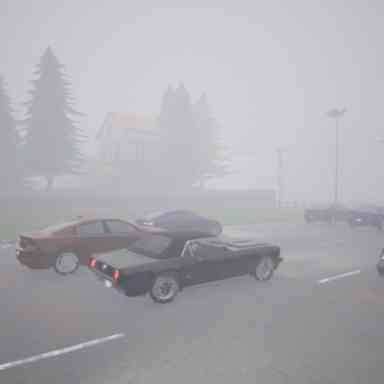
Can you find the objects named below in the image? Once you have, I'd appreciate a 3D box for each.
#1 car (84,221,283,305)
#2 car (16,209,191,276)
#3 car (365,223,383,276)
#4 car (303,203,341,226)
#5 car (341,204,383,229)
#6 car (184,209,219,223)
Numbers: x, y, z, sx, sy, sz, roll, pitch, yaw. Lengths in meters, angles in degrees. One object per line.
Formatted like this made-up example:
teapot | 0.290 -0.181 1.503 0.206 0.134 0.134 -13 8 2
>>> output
car | 0.065 1.610 8.157 4.718 1.301 1.895 0 0 -36
car | -2.712 1.488 10.506 5.008 1.535 1.882 0 0 -35
car | 6.878 1.563 8.725 5.357 1.411 2.033 0 0 -37
car | 10.138 1.513 24.072 5.008 1.535 1.882 0 0 -36
car | 11.773 1.511 20.936 5.008 1.535 1.882 0 0 -36
car | -0.629 1.544 16.283 4.674 1.442 1.812 0 0 -36
